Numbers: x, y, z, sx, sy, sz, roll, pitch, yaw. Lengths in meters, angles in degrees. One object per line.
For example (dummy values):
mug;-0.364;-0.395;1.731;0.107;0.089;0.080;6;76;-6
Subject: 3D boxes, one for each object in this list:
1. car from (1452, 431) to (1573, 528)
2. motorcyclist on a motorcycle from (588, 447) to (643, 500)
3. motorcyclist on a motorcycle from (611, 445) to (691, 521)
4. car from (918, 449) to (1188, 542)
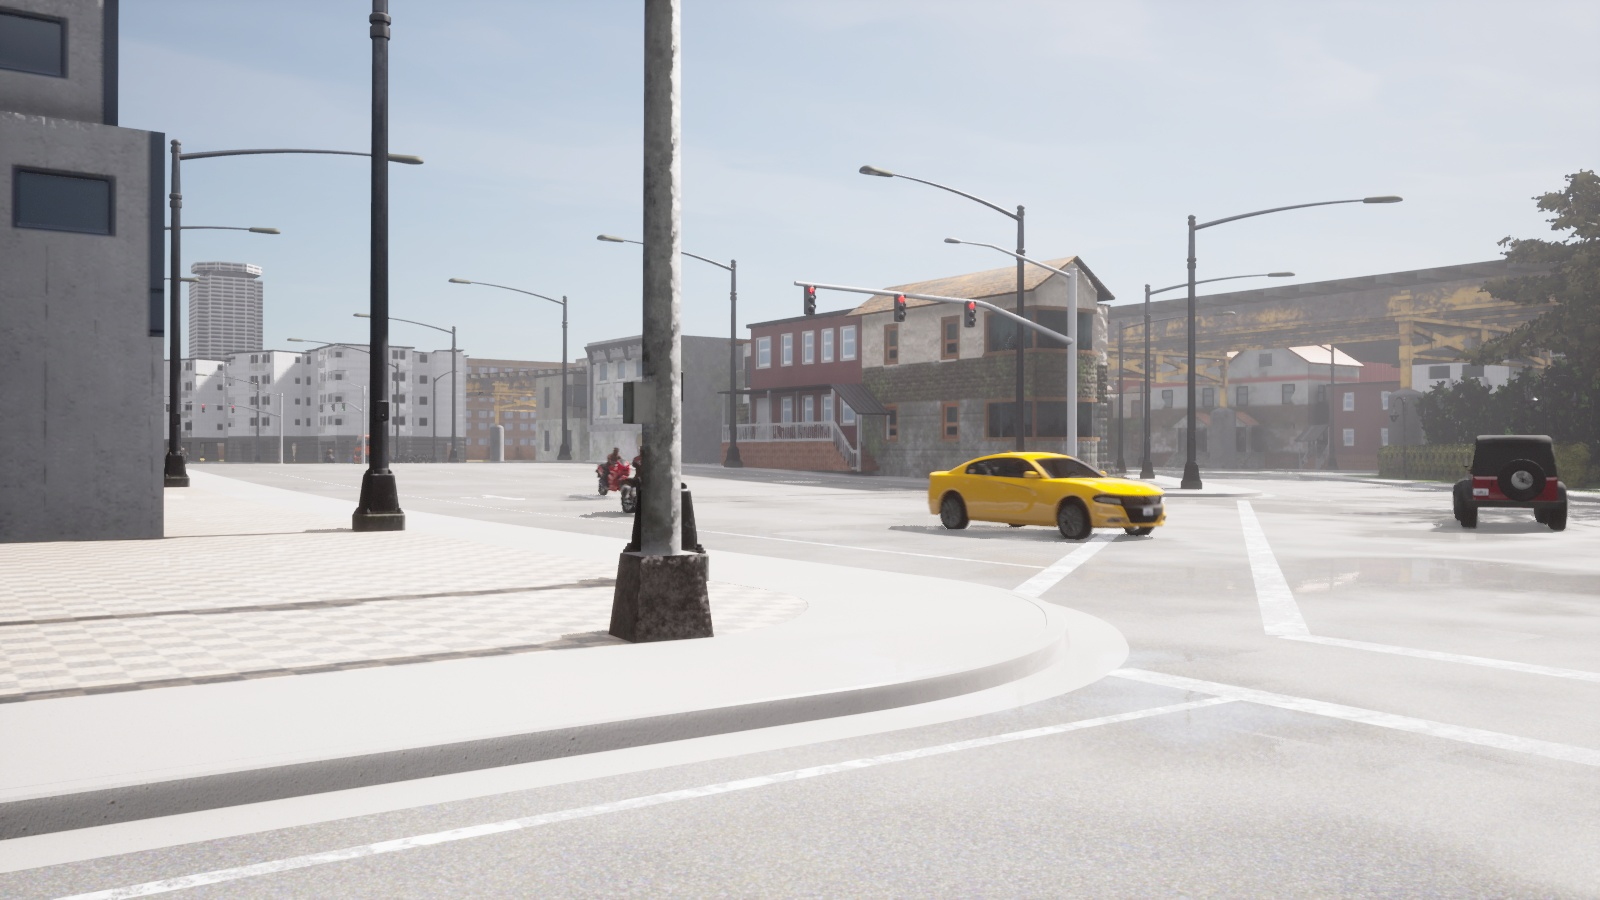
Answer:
car;14.904;0.567;26.451;1.905;1.878;3.866;0;0;25
motorcyclist on a motorcycle;-5.541;0.690;37.676;0.797;1.523;2.044;0;1;-35
motorcyclist on a motorcycle;-3.426;0.714;28.627;0.766;1.649;2.350;0;0;-35
car;4.551;0.760;23.418;1.882;1.535;5.008;0;0;-35
